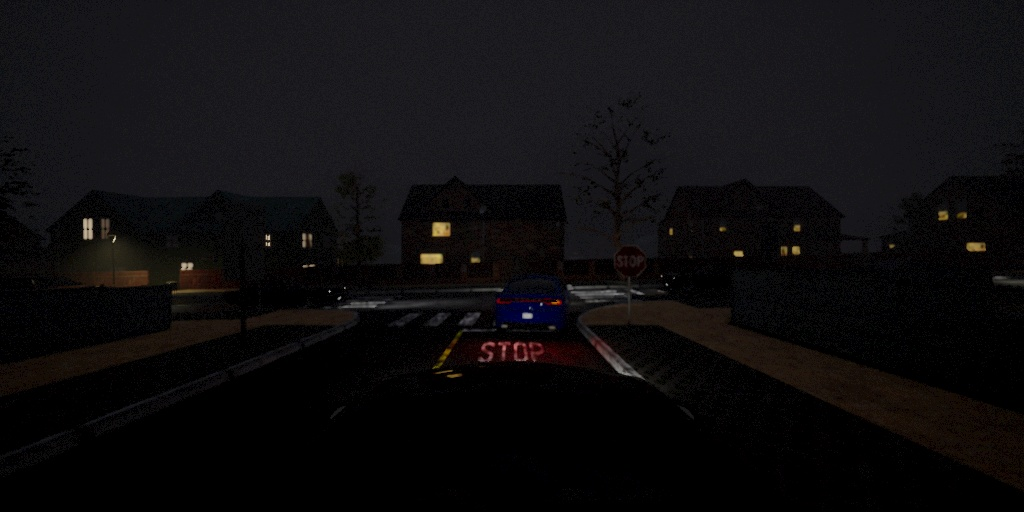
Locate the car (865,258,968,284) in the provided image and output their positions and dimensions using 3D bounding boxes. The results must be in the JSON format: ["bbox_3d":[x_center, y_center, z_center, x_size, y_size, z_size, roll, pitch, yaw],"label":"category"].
[{"bbox_3d":[21.031,0.841,19.136,5.357,1.411,2.033,-1,1,0],"label":"car"}]

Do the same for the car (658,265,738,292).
[{"bbox_3d":[10.410,1.144,19.095,4.718,1.301,1.895,-1,1,-1],"label":"car"}]

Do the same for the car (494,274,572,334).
[{"bbox_3d":[0.786,1.285,10.958,1.882,1.535,5.008,0,0,10],"label":"car"}]

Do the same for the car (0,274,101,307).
[{"bbox_3d":[-21.107,1.665,16.154,4.553,1.767,2.097,-1,1,0],"label":"car"}]

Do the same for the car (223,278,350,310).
[{"bbox_3d":[-9.988,1.650,16.161,4.718,1.301,1.895,-1,1,0],"label":"car"}]
